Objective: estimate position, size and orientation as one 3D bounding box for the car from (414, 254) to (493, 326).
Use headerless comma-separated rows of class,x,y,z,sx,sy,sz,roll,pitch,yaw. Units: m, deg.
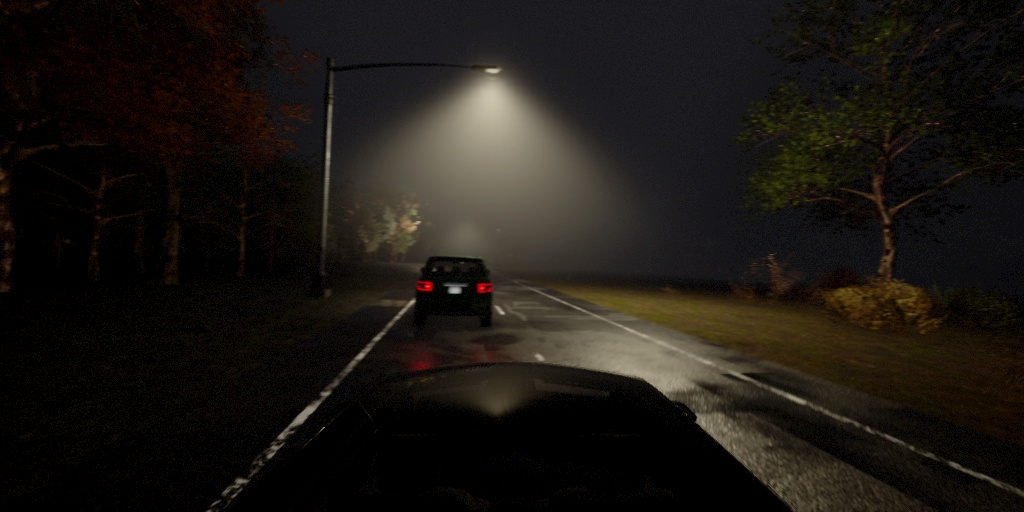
car,-1.894,0.988,11.897,2.150,2.045,5.566,2,-1,-9
